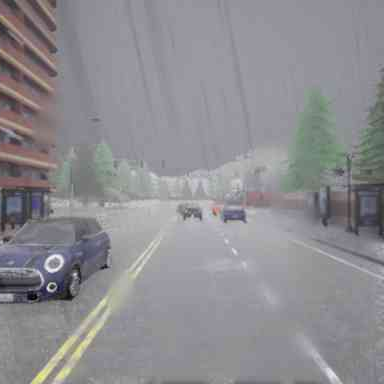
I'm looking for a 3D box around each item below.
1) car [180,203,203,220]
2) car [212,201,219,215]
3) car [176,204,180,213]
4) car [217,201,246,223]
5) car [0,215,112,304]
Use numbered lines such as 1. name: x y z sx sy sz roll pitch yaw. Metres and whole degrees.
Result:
1. car: 0.044 1.939 32.490 1.837 1.490 4.892 0 -1 0
2. car: 3.569 1.894 41.201 2.097 1.767 4.553 0 -1 0
3. car: -0.845 2.096 42.550 2.033 1.411 5.357 0 -1 -10
4. car: 3.579 1.872 29.592 1.882 1.535 5.008 0 -1 0
5. car: -3.580 1.469 8.657 2.097 1.767 4.553 0 -1 0
